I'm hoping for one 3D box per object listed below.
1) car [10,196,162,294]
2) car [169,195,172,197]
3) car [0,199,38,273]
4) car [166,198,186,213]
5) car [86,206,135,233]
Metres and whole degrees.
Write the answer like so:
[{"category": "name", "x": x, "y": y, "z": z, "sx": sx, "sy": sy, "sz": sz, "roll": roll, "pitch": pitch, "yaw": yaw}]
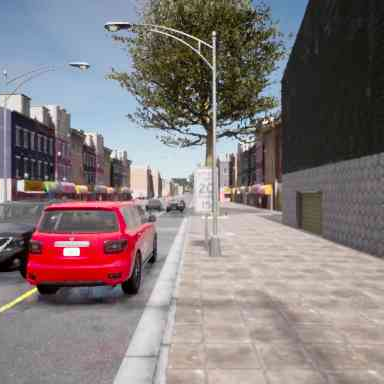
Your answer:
[{"category": "car", "x": -2.265, "y": 1.243, "z": 8.999, "sx": 2.150, "sy": 2.045, "sz": 5.566, "roll": 0, "pitch": 0, "yaw": 0}, {"category": "car", "x": -1.933, "y": 1.661, "z": 49.602, "sx": 2.128, "sy": 1.511, "sz": 4.902, "roll": 0, "pitch": 0, "yaw": 1}, {"category": "car", "x": -5.105, "y": 1.266, "z": 10.532, "sx": 2.150, "sy": 2.045, "sz": 5.566, "roll": 0, "pitch": 0, "yaw": 0}, {"category": "car", "x": -1.969, "y": 1.658, "z": 39.312, "sx": 1.812, "sy": 1.442, "sz": 4.674, "roll": 0, "pitch": 0, "yaw": 1}, {"category": "car", "x": -5.011, "y": 1.646, "z": 21.016, "sx": 1.994, "sy": 1.385, "sz": 4.181, "roll": 0, "pitch": 0, "yaw": 1}]
